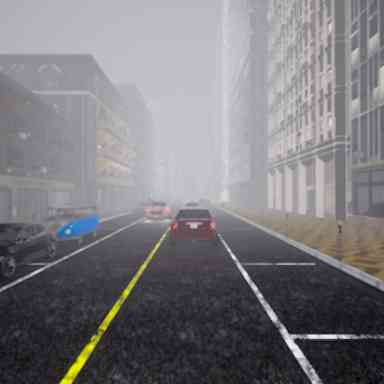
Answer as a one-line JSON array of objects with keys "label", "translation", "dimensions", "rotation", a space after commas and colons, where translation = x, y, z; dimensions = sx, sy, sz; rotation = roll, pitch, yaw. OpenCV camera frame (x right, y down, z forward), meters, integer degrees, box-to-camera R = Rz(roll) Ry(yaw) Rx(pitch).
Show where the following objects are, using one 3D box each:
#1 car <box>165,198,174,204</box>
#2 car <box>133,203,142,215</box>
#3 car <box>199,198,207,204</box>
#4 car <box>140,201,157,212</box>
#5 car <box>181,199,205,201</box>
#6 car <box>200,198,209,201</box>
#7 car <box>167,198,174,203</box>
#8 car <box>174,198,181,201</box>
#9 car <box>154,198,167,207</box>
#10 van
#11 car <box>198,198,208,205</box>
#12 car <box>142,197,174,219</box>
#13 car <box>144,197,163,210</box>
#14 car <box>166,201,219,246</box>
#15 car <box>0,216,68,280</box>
[{"label": "car", "translation": [-5.719, 2.248, 83.706], "dimensions": [1.947, 1.339, 4.313], "rotation": [0, 0, 0]}, {"label": "car", "translation": [-5.703, 1.883, 38.519], "dimensions": [1.802, 1.307, 4.206], "rotation": [0, 0, 0]}, {"label": "car", "translation": [2.662, 2.248, 83.709], "dimensions": [1.947, 1.339, 4.313], "rotation": [0, -1, 0]}, {"label": "car", "translation": [-5.705, 1.930, 44.168], "dimensions": [1.802, 1.307, 4.206], "rotation": [0, 0, 0]}, {"label": "car", "translation": [0.088, 1.740, 33.792], "dimensions": [1.882, 1.535, 5.008], "rotation": [0, 0, 0]}, {"label": "car", "translation": [2.670, 2.016, 61.287], "dimensions": [1.752, 1.417, 4.829], "rotation": [0, 0, 0]}, {"label": "car", "translation": [-5.721, 2.255, 89.185], "dimensions": [1.752, 1.417, 4.829], "rotation": [0, -1, 0]}, {"label": "car", "translation": [-3.024, 2.106, 72.919], "dimensions": [1.812, 1.442, 4.674], "rotation": [0, 0, 0]}, {"label": "car", "translation": [-5.711, 1.930, 61.114], "dimensions": [1.967, 1.590, 4.097], "rotation": [0, 0, 0]}, {"label": "van", "translation": [-5.694, 1.465, 15.928], "dimensions": [1.690, 1.788, 3.998], "rotation": [0, 0, 0]}, {"label": "car", "translation": [2.336, 2.058, 71.923], "dimensions": [1.882, 1.535, 5.008], "rotation": [0, 0, 0]}, {"label": "car", "translation": [-3.106, 1.597, 31.645], "dimensions": [2.097, 1.767, 4.553], "rotation": [0, 0, 0]}, {"label": "car", "translation": [-5.707, 1.710, 49.818], "dimensions": [2.192, 1.841, 5.009], "rotation": [0, 0, 0]}, {"label": "car", "translation": [0.092, 1.477, 16.021], "dimensions": [2.097, 1.767, 4.553], "rotation": [0, 0, 0]}, {"label": "car", "translation": [-5.693, 1.646, 10.277], "dimensions": [1.947, 1.339, 4.313], "rotation": [0, 0, 0]}]
